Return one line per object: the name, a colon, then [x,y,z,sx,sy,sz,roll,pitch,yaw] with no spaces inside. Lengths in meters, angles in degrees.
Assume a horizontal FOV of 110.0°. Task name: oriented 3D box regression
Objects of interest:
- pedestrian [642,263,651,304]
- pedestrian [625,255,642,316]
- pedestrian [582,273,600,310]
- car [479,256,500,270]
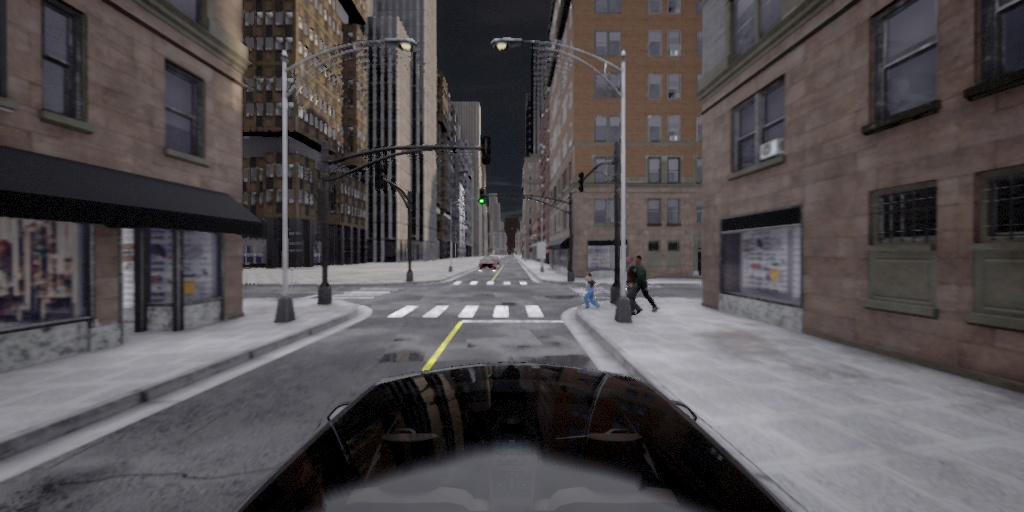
pedestrian: [4.016,0.827,11.233,0.375,1.860,0.375,0,0,0]
pedestrian: [3.535,0.832,10.627,0.375,1.860,0.375,0,0,0]
pedestrian: [2.624,1.105,11.836,0.375,1.300,0.375,0,0,0]
car: [-3.051,0.815,45.826,2.097,1.767,4.553,0,0,0]
